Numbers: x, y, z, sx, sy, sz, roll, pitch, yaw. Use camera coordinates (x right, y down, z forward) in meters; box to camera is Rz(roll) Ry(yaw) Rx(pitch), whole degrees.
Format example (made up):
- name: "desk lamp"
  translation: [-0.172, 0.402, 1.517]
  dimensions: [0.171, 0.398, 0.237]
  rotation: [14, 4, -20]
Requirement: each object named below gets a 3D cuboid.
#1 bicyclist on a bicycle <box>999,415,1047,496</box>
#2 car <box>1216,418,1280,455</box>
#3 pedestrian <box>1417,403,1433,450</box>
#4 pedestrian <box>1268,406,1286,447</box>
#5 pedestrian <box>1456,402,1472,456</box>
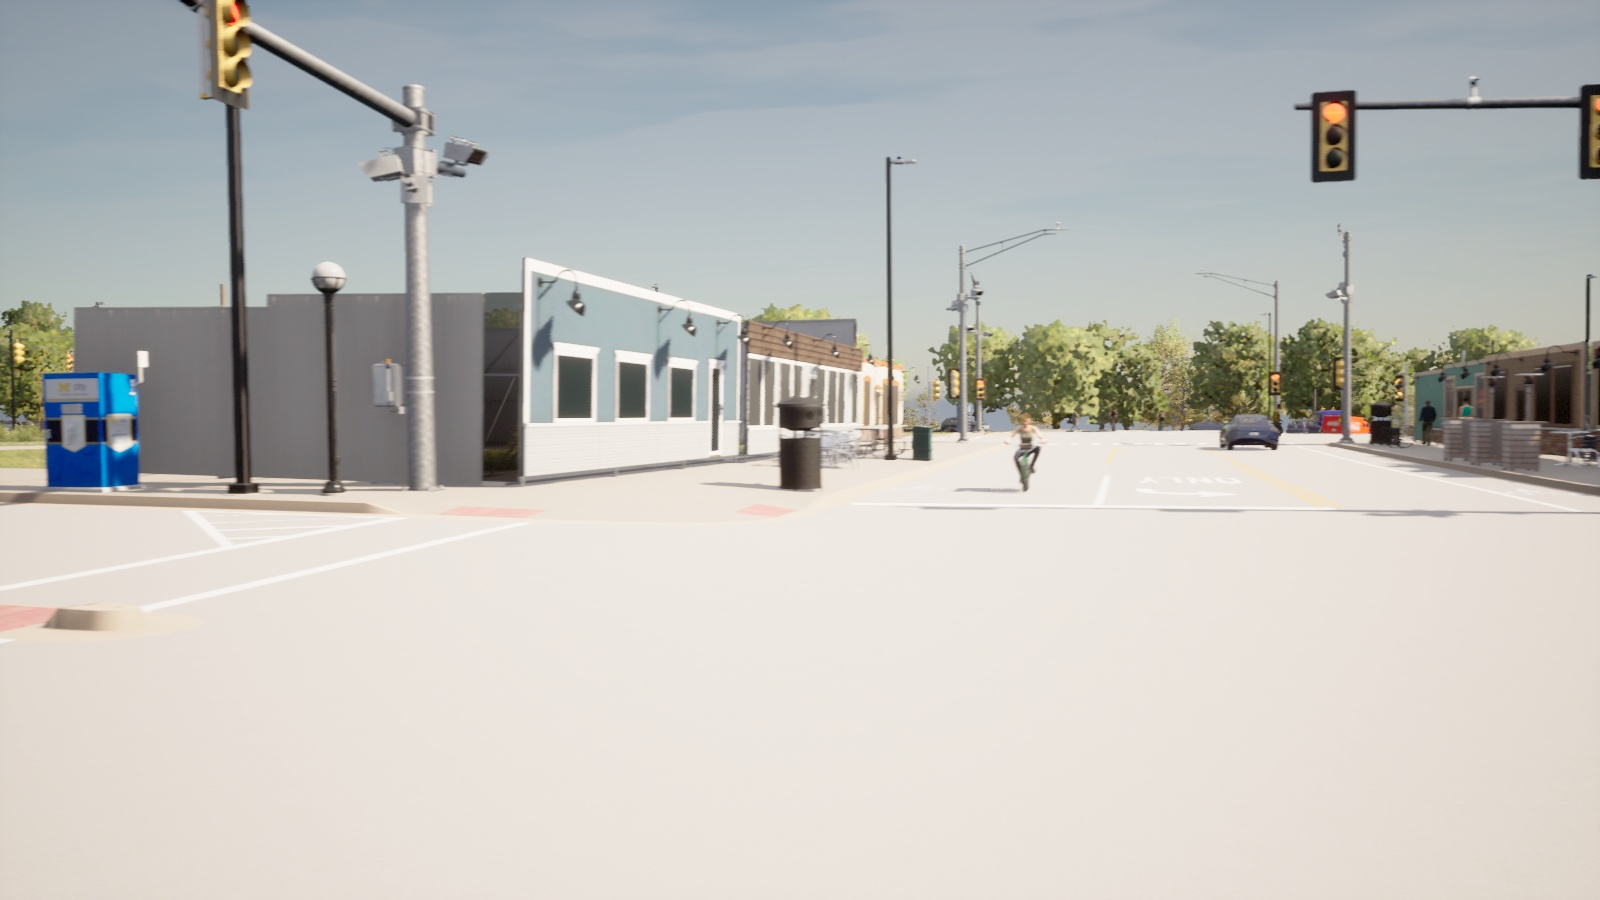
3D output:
- name: "bicyclist on a bicycle"
  translation: [4.558, 0.087, 25.633]
  dimensions: [0.866, 1.612, 1.509]
  rotation: [0, 2, 14]
- name: "car"
  translation: [18.070, -0.587, 50.778]
  dimensions: [1.994, 1.385, 4.181]
  rotation: [0, 2, 14]
- name: "pedestrian"
  translation: [24.428, -0.919, 49.089]
  dimensions: [0.402, 1.842, 0.726]
  rotation: [0, 2, 15]
- name: "pedestrian"
  translation: [21.466, -1.058, 56.492]
  dimensions: [0.709, 1.840, 0.431]
  rotation: [1, 2, 23]
- name: "pedestrian"
  translation: [22.670, -0.734, 42.891]
  dimensions: [0.345, 1.836, 0.594]
  rotation: [0, 2, 15]
